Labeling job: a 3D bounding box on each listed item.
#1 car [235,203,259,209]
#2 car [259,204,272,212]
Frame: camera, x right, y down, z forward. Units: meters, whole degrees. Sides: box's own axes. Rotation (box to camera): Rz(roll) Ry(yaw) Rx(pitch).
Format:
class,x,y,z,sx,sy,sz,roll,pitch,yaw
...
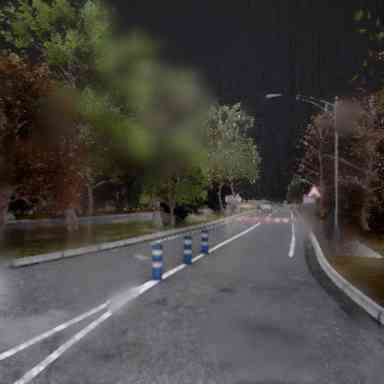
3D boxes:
class,x,y,z,sx,sy,sz,roll,pitch,yaw
car,15.370,4.172,93.095,5.366,1.575,1.946,0,-3,16
car,15.689,3.345,69.604,1.812,1.442,4.674,0,-2,16
